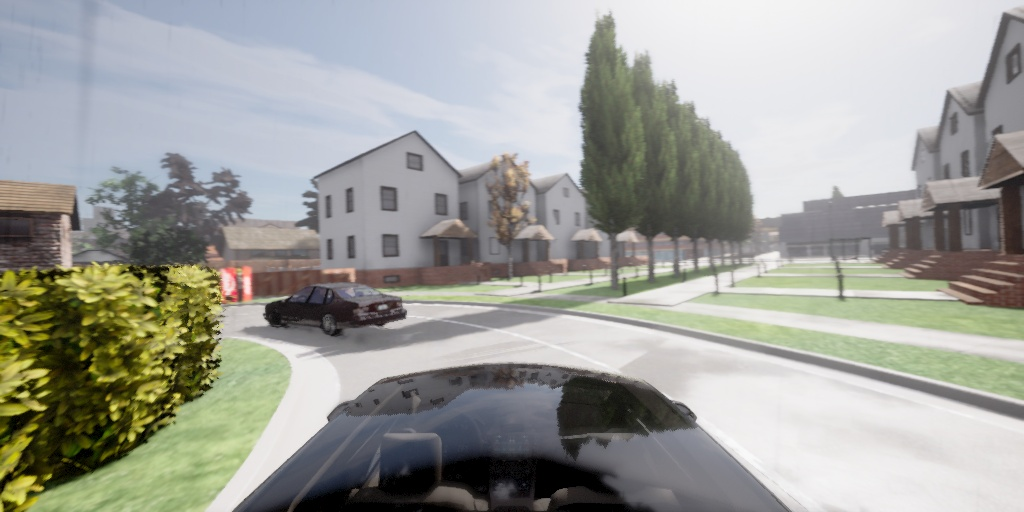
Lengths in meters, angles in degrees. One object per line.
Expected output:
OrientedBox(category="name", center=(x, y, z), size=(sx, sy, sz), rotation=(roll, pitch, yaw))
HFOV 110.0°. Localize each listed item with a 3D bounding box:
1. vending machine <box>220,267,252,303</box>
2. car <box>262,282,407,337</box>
OrientedBox(category="vending machine", center=(-14.985, 1.591, 19.549), size=(0.880, 2.100, 1.100), rotation=(0, 0, -9))
OrientedBox(category="car", center=(-5.728, 1.561, 11.353), size=(5.357, 1.411, 2.033), rotation=(-2, -1, 32))
